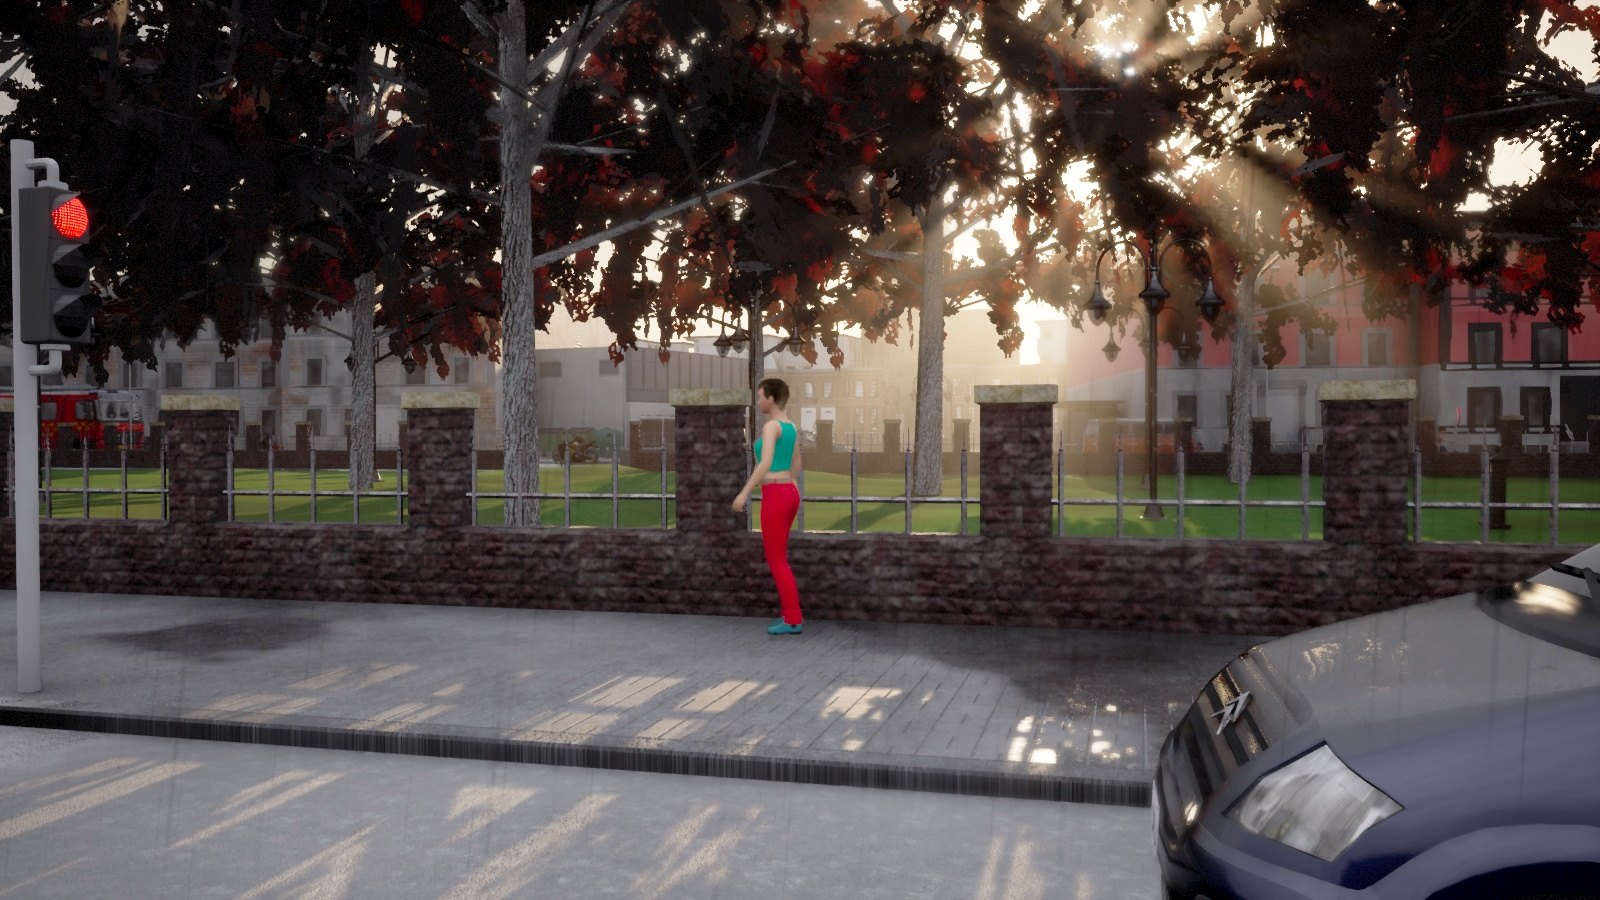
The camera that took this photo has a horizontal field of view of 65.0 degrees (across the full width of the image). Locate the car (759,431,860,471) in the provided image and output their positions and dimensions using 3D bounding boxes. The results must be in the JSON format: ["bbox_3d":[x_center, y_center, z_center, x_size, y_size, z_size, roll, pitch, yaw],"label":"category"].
[{"bbox_3d":[0.386,0.001,50.291,3.705,1.549,1.789,0,1,15],"label":"car"}]

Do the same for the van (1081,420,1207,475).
[{"bbox_3d":[12.826,-0.123,46.953,4.442,1.987,1.775,0,1,15],"label":"van"}]

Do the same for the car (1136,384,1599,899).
[{"bbox_3d":[2.850,0.691,2.798,3.988,1.617,1.851,0,1,13],"label":"car"}]

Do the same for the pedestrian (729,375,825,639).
[{"bbox_3d":[-0.166,0.391,9.015,0.594,1.836,0.345,1,1,23],"label":"pedestrian"}]

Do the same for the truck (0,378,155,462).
[{"bbox_3d":[-35.347,-1.429,59.824,8.468,3.827,2.891,0,1,15],"label":"truck"}]

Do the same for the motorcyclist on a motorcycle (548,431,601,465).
[{"bbox_3d":[-10.285,-0.094,57.292,2.191,1.530,0.866,0,1,15],"label":"motorcyclist on a motorcycle"}]
